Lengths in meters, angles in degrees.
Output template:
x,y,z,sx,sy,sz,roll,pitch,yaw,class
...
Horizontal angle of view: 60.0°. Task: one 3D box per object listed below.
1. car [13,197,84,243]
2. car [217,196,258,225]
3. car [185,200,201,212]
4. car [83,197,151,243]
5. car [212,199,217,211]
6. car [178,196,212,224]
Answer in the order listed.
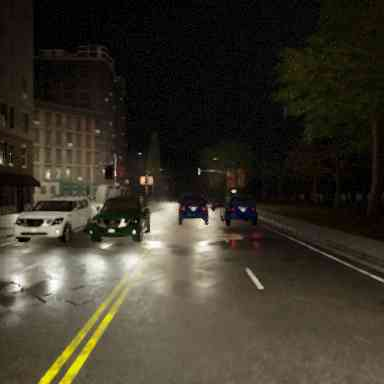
x,y,z,sx,sy,sz,roll,pitch,yaw,class
-6.593,1.263,16.607,2.150,2.045,5.566,0,0,0,car
3.368,1.282,24.594,2.150,2.045,5.566,0,0,0,car
0.119,1.695,41.902,1.895,1.301,4.718,0,0,0,car
-3.343,1.263,16.595,2.150,2.045,5.566,0,0,0,car
3.369,1.597,41.956,1.837,1.490,4.892,0,-1,0,car
0.098,1.285,25.538,2.150,2.045,5.566,0,0,0,car
